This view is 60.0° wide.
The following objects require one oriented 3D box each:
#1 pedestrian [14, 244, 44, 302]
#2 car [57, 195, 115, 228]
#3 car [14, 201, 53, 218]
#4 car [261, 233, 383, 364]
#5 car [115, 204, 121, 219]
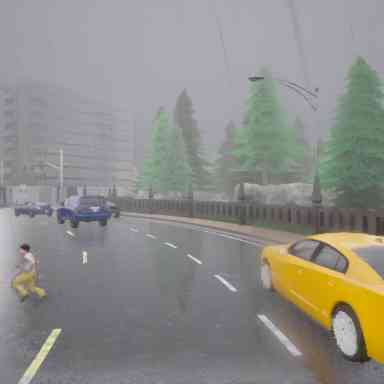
[{"bbox_3d":[-3.279,1.574,6.721,0.375,1.300,0.375,0,0,-11],"label":"pedestrian"},{"bbox_3d":[-7.464,1.221,22.530,2.150,2.045,5.566,0,0,-35],"label":"car"},{"bbox_3d":[-14.532,1.526,30.563,4.674,1.442,1.812,0,0,39],"label":"car"},{"bbox_3d":[2.789,1.477,5.978,1.882,1.535,5.008,0,0,-7],"label":"car"},{"bbox_3d":[-7.866,1.506,28.259,1.837,1.490,4.892,0,0,-42],"label":"car"}]
